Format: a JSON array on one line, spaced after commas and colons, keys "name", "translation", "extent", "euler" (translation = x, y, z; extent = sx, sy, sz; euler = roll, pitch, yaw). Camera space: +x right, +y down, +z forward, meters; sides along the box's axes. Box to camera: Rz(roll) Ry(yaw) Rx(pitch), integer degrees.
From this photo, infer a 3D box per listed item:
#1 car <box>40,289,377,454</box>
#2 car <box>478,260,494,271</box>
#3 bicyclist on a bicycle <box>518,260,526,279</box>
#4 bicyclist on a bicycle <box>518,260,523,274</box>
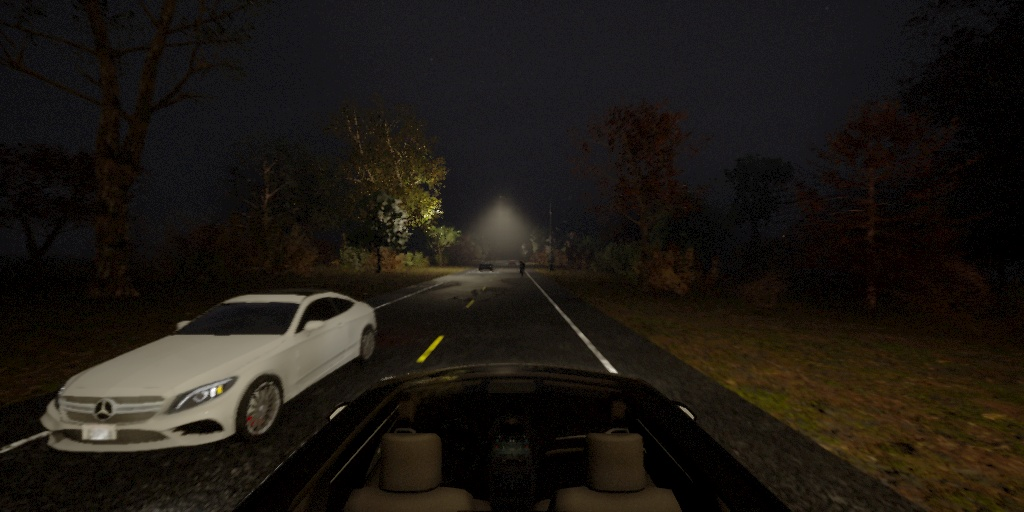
[{"name": "car", "translation": [-3.597, 1.278, 5.457], "extent": [1.812, 1.442, 4.674], "euler": [0, 0, 0]}, {"name": "car", "translation": [-3.524, 1.277, 49.169], "extent": [1.882, 1.535, 5.008], "euler": [0, 0, 1]}, {"name": "bicyclist on a bicycle", "translation": [0.974, 1.229, 32.080], "extent": [0.582, 1.620, 1.656], "euler": [0, 0, 0]}, {"name": "bicyclist on a bicycle", "translation": [0.979, 1.240, 41.082], "extent": [0.582, 1.620, 1.656], "euler": [0, 0, 0]}]
